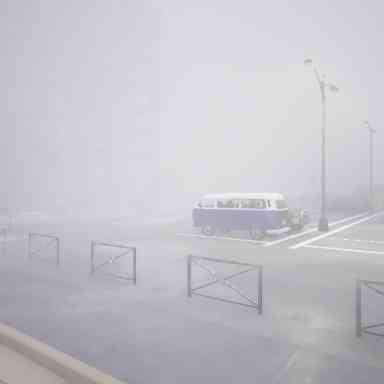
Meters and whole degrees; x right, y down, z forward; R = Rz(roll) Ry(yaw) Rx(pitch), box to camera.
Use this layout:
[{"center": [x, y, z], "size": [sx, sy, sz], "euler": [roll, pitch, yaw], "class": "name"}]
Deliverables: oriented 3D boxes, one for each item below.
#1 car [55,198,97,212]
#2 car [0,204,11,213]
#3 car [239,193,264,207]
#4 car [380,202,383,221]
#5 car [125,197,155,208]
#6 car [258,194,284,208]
[{"center": [-13.319, 1.422, 38.325], "size": [1.882, 1.535, 5.008], "euler": [0, 0, 36], "class": "car"}, {"center": [-19.376, 1.492, 29.908], "size": [2.033, 1.411, 5.357], "euler": [0, 0, 36], "class": "car"}, {"center": [10.795, 1.449, 59.537], "size": [1.837, 1.490, 4.892], "euler": [0, 0, 36], "class": "car"}, {"center": [17.298, 1.153, 25.445], "size": [4.605, 1.855, 1.932], "euler": [0, 0, 36], "class": "car"}, {"center": [-7.246, 1.436, 46.758], "size": [2.128, 1.511, 4.902], "euler": [0, 0, 36], "class": "car"}, {"center": [13.692, 1.545, 57.572], "size": [1.895, 1.301, 4.718], "euler": [0, 0, 36], "class": "car"}]
